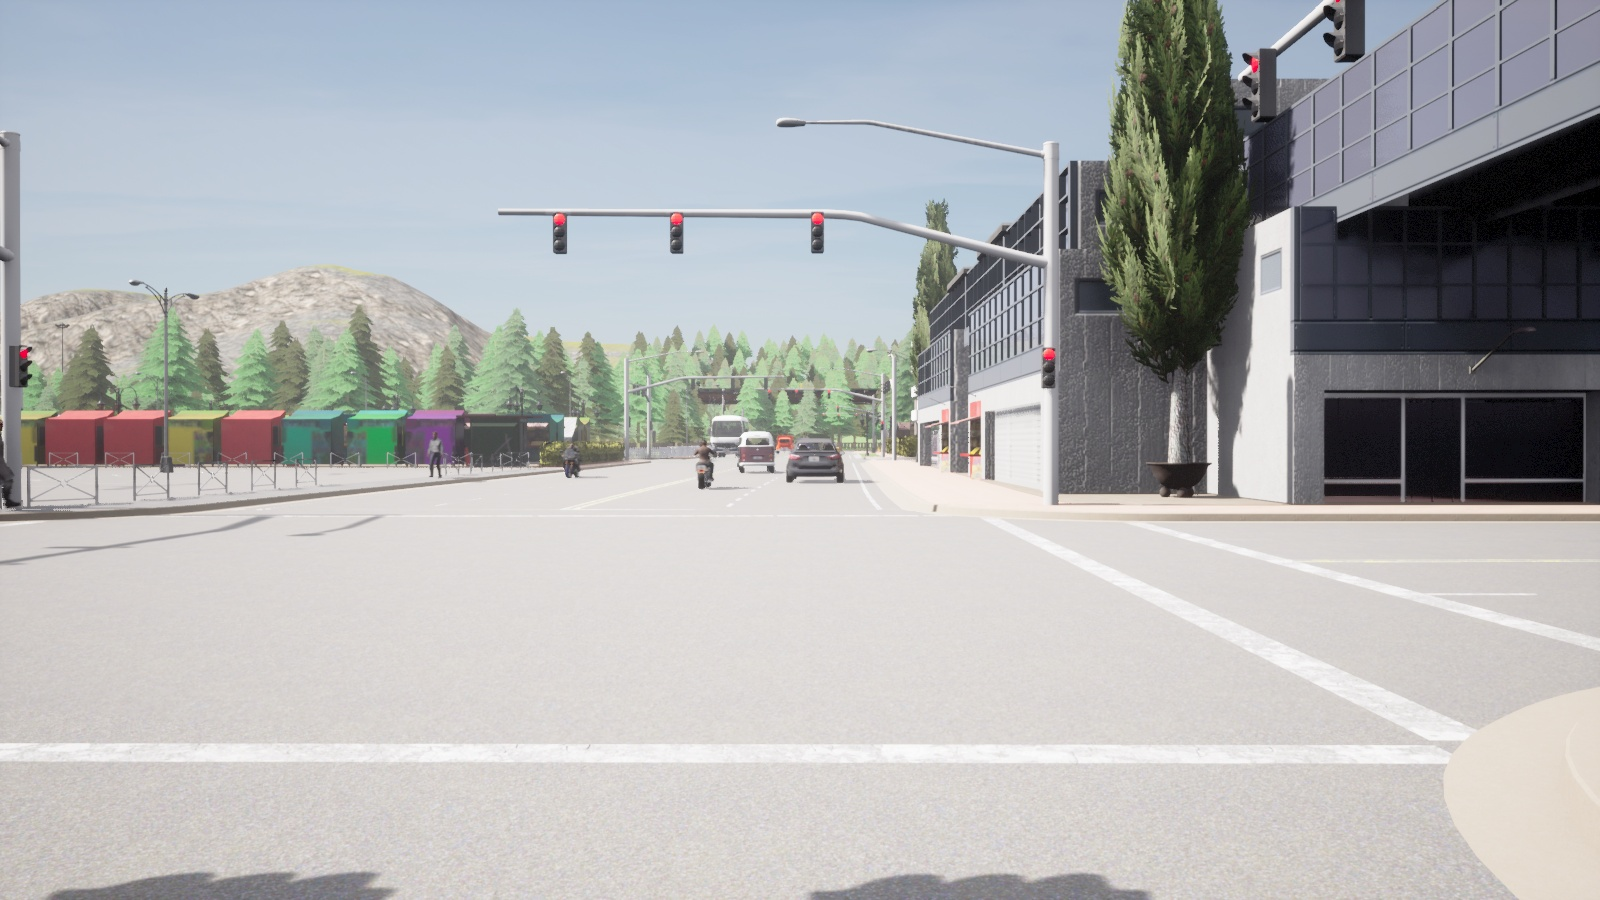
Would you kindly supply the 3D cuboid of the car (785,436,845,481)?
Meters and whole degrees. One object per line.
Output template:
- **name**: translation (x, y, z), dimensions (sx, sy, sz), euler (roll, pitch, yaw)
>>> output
- **car**: translation (0.628, 0.313, 49.019), dimensions (2.242, 1.667, 4.611), euler (0, 0, 2)

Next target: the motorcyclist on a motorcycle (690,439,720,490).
- **motorcyclist on a motorcycle**: translation (-3.131, 0.458, 41.545), dimensions (0.766, 1.649, 2.350), euler (0, 0, 2)

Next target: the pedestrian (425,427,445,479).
- **pedestrian**: translation (-13.796, 0.124, 47.484), dimensions (0.423, 1.949, 0.788), euler (0, 0, 10)

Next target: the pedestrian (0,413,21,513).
- **pedestrian**: translation (-15.847, 0.250, 24.699), dimensions (0.873, 1.952, 0.659), euler (0, 0, -32)

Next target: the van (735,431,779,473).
- **van**: translation (-2.223, 0.107, 63.615), dimensions (2.069, 2.038, 4.480), euler (0, 0, -4)

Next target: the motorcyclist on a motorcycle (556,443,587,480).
- **motorcyclist on a motorcycle**: translation (-9.719, 0.470, 53.467), dimensions (0.866, 1.530, 2.191), euler (0, 0, 2)
